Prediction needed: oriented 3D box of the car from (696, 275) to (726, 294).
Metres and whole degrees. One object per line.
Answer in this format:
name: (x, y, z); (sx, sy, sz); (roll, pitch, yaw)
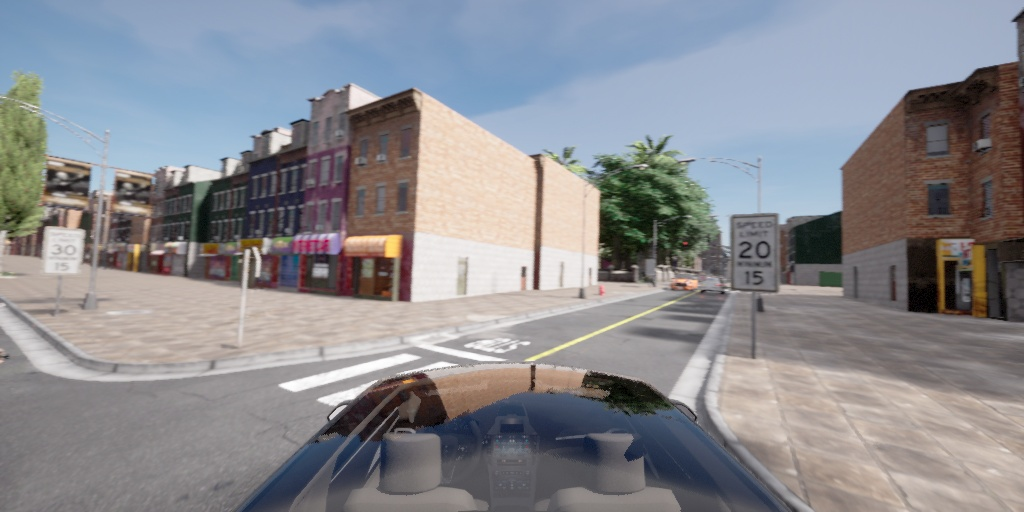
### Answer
car: (18.753, 2.762, 33.521); (1.812, 1.442, 4.674); (0, -2, 33)

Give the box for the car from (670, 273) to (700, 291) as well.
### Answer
car: (17.987, 2.696, 37.467); (2.097, 1.767, 4.553); (0, -2, 33)

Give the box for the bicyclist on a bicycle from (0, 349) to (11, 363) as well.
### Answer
bicyclist on a bicycle: (-4.405, 1.057, 2.629); (1.509, 1.612, 0.866); (0, -3, 32)
